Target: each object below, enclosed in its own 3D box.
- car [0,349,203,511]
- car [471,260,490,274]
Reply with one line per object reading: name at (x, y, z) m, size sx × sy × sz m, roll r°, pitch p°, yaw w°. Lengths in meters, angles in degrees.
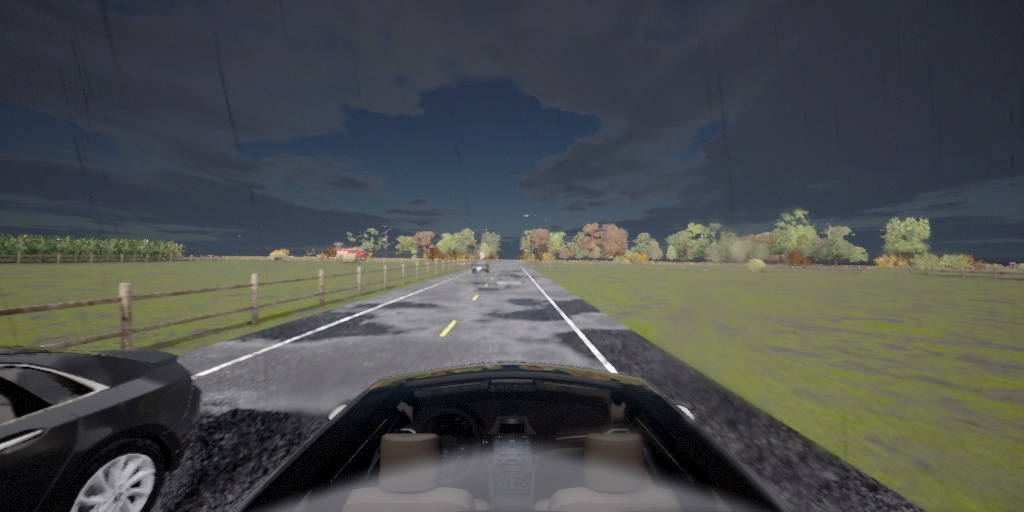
car at (-3.600, 1.254, 1.057) m, size 1.837 × 1.490 × 4.892 m, roll 0°, pitch 0°, yaw 0°
car at (-3.606, 1.257, 41.894) m, size 2.128 × 1.511 × 4.902 m, roll 0°, pitch 0°, yaw 0°
